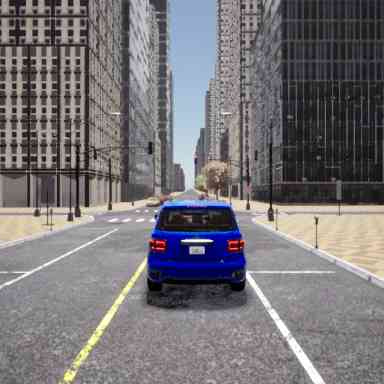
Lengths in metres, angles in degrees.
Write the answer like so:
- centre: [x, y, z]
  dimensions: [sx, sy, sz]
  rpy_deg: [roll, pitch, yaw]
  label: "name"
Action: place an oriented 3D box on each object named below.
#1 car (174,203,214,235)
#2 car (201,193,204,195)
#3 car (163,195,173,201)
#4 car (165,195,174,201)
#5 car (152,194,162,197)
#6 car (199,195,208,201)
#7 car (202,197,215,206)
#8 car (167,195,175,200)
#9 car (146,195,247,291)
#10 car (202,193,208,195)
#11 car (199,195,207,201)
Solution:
- centre: [0.095, 1.485, 19.842]
  dimensions: [2.128, 1.511, 4.902]
  rpy_deg: [0, 0, 0]
  label: "car"
- centre: [2.692, 1.220, 72.984]
  dimensions: [2.192, 1.841, 5.009]
  rpy_deg: [0, 0, 0]
  label: "car"
- centre: [-5.690, 1.435, 78.663]
  dimensions: [1.887, 1.381, 4.507]
  rpy_deg: [0, 0, 0]
  label: "car"
- centre: [-5.691, 1.424, 84.339]
  dimensions: [2.008, 1.369, 4.403]
  rpy_deg: [0, 0, 0]
  label: "car"
- centre: [-5.819, 1.483, 50.113]
  dimensions: [1.752, 1.417, 4.829]
  rpy_deg: [0, 0, 0]
  label: "car"
- centre: [2.690, 1.415, 78.829]
  dimensions: [1.752, 1.417, 4.829]
  rpy_deg: [0, 0, 0]
  label: "car"
- centre: [2.790, 1.497, 55.961]
  dimensions: [2.008, 1.369, 4.403]
  rpy_deg: [0, 0, 0]
  label: "car"
- centre: [-5.691, 1.407, 90.014]
  dimensions: [2.008, 1.369, 4.403]
  rpy_deg: [0, 0, 0]
  label: "car"
- centre: [0.098, 1.220, 9.112]
  dimensions: [2.150, 2.045, 5.566]
  rpy_deg: [0, 0, 0]
  label: "car"
- centre: [2.821, 1.398, 50.283]
  dimensions: [1.967, 1.590, 4.097]
  rpy_deg: [0, 0, 0]
  label: "car"
- centre: [2.690, 1.418, 84.333]
  dimensions: [1.887, 1.381, 4.507]
  rpy_deg: [0, 0, 0]
  label: "car"
